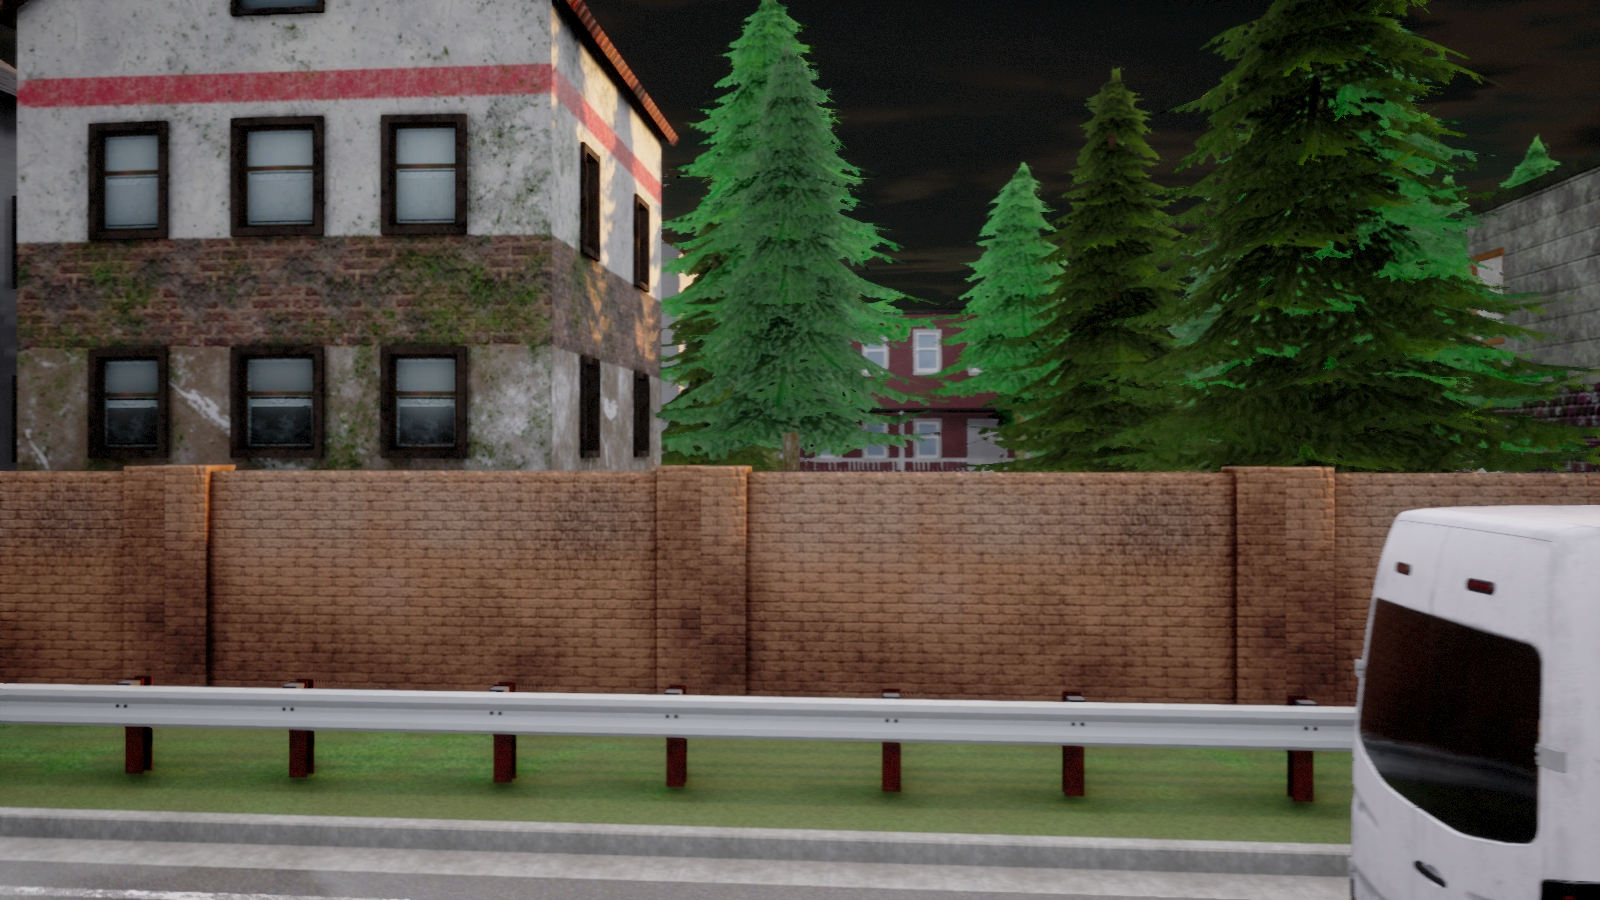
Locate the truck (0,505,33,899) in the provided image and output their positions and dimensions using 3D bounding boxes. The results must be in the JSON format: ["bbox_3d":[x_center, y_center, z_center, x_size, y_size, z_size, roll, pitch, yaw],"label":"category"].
[{"bbox_3d":[-7.283,1.579,5.718,5.204,2.467,2.627,0,0,5],"label":"truck"}]

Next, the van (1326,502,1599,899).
[{"bbox_3d":[5.576,1.539,4.648,5.915,2.561,1.988,0,0,5],"label":"van"}]
